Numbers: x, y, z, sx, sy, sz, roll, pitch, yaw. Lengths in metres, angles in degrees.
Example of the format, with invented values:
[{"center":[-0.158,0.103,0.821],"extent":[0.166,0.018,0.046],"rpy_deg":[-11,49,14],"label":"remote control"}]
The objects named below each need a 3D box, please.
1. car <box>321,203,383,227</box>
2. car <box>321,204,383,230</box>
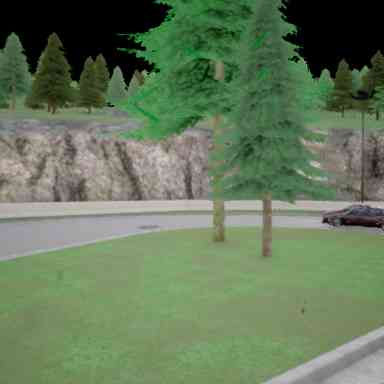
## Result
[{"center":[12.009,1.593,24.100],"extent":[4.674,1.442,1.812],"rpy_deg":[0,-1,42],"label":"car"},{"center":[10.981,1.607,20.739],"extent":[2.033,1.411,5.357],"rpy_deg":[0,0,-44],"label":"car"}]
